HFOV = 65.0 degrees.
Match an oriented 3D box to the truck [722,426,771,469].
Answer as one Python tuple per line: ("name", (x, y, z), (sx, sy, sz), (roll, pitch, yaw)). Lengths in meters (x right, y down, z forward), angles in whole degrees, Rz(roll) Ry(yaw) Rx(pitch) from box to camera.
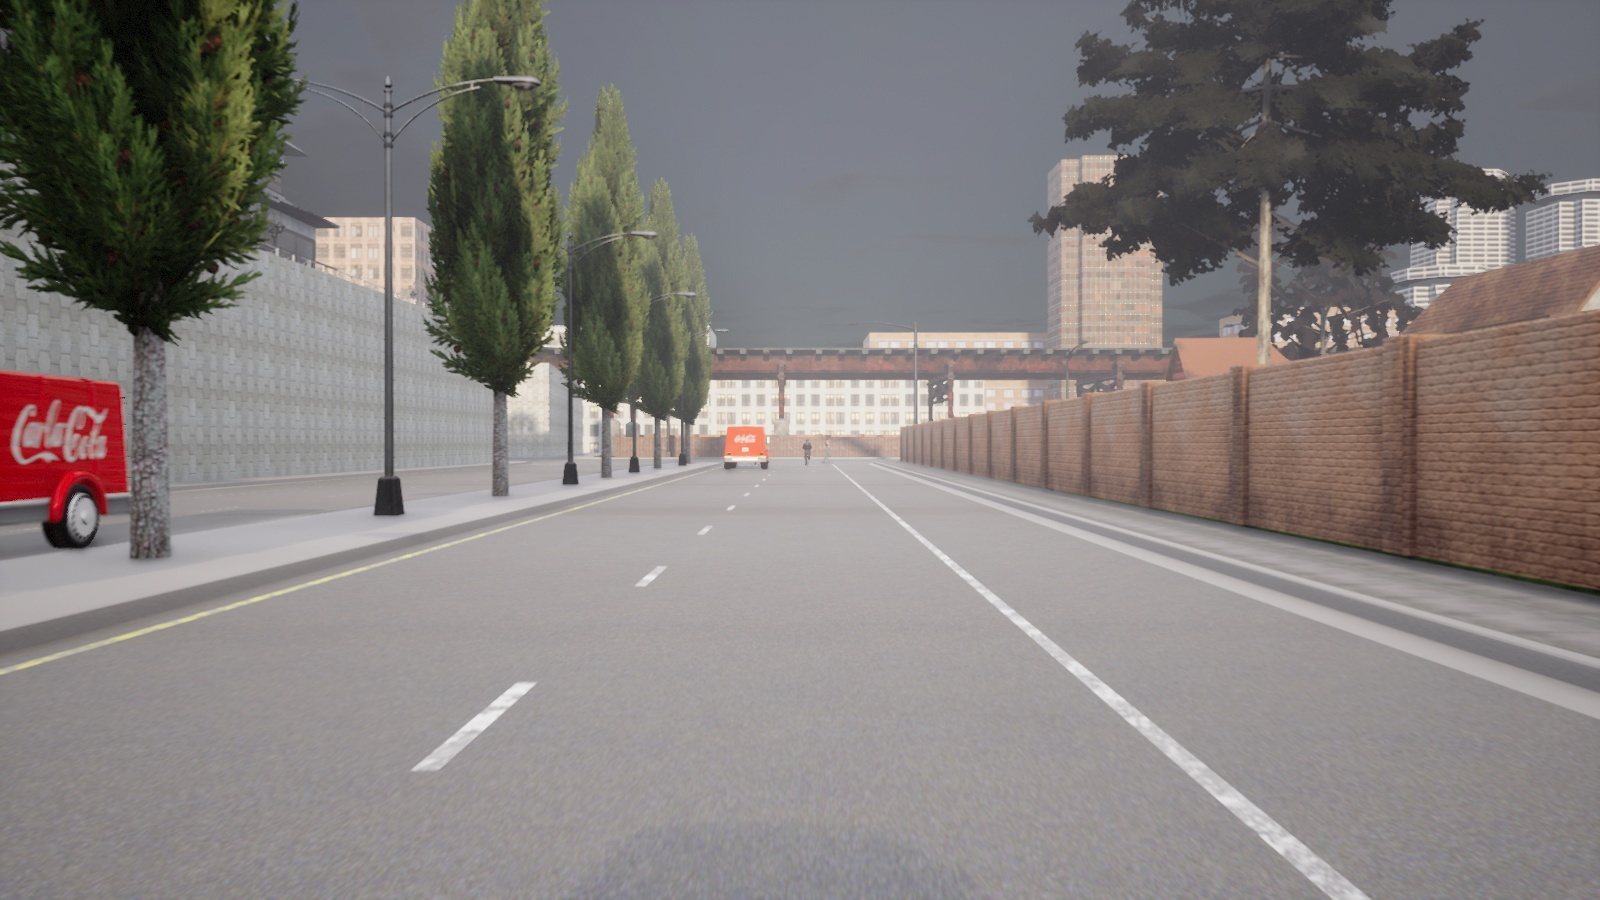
("truck", (-3.067, -0.156, 73.376), (2.627, 2.467, 5.204), (0, 0, 0))

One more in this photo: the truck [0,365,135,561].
("truck", (-11.390, 0.153, 16.414), (2.627, 2.467, 5.204), (0, 0, 0))
